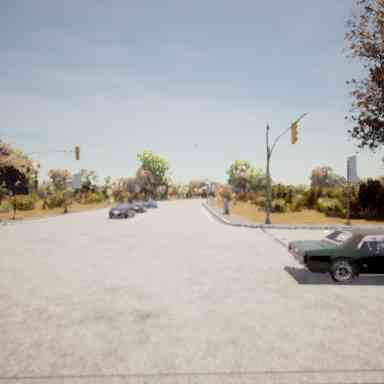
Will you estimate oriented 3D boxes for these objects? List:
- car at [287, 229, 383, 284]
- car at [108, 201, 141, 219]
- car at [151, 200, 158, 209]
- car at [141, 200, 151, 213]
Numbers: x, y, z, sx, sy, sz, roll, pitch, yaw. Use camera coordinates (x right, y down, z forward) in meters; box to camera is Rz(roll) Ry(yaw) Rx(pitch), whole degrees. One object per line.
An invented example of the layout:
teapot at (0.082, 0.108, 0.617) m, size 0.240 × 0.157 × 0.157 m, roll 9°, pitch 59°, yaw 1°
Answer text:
car at (5.226, 1.699, 9.236) m, size 4.718 × 1.301 × 1.895 m, roll 0°, pitch -1°, yaw 3°
car at (-7.035, 1.850, 33.878) m, size 2.128 × 1.511 × 4.902 m, roll 0°, pitch -1°, yaw 3°
car at (-7.008, 2.141, 58.316) m, size 1.812 × 1.442 × 4.674 m, roll 0°, pitch -1°, yaw 1°
car at (-7.078, 1.954, 43.952) m, size 2.128 × 1.511 × 4.902 m, roll 0°, pitch 0°, yaw 0°
